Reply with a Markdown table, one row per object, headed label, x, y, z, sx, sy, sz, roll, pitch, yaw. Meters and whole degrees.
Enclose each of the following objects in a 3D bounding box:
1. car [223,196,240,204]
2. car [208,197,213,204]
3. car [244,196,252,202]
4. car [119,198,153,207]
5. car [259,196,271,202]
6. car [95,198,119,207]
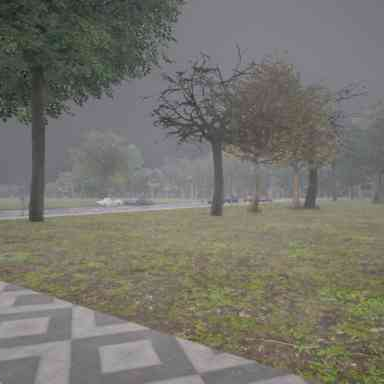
| label | x | y | z | sx | sy | sz | roll | pitch | yaw |
| --- | --- | --- | --- | --- | --- | --- | --- | --- | --- |
| car | 7.582 | 1.575 | 65.003 | 1.837 | 1.490 | 4.892 | -1 | -1 | 35 |
| car | 4.923 | 1.669 | 66.874 | 1.994 | 1.385 | 4.181 | -1 | -1 | 35 |
| car | 14.028 | 1.676 | 79.882 | 1.812 | 1.442 | 4.674 | -1 | -1 | 35 |
| car | -8.609 | 1.645 | 53.707 | 2.033 | 1.411 | 5.357 | -1 | -1 | 36 |
| car | 17.281 | 1.672 | 78.852 | 1.994 | 1.385 | 4.181 | -1 | -1 | 35 |
| car | -13.168 | 1.652 | 52.918 | 1.812 | 1.442 | 4.674 | -1 | -1 | 36 |
